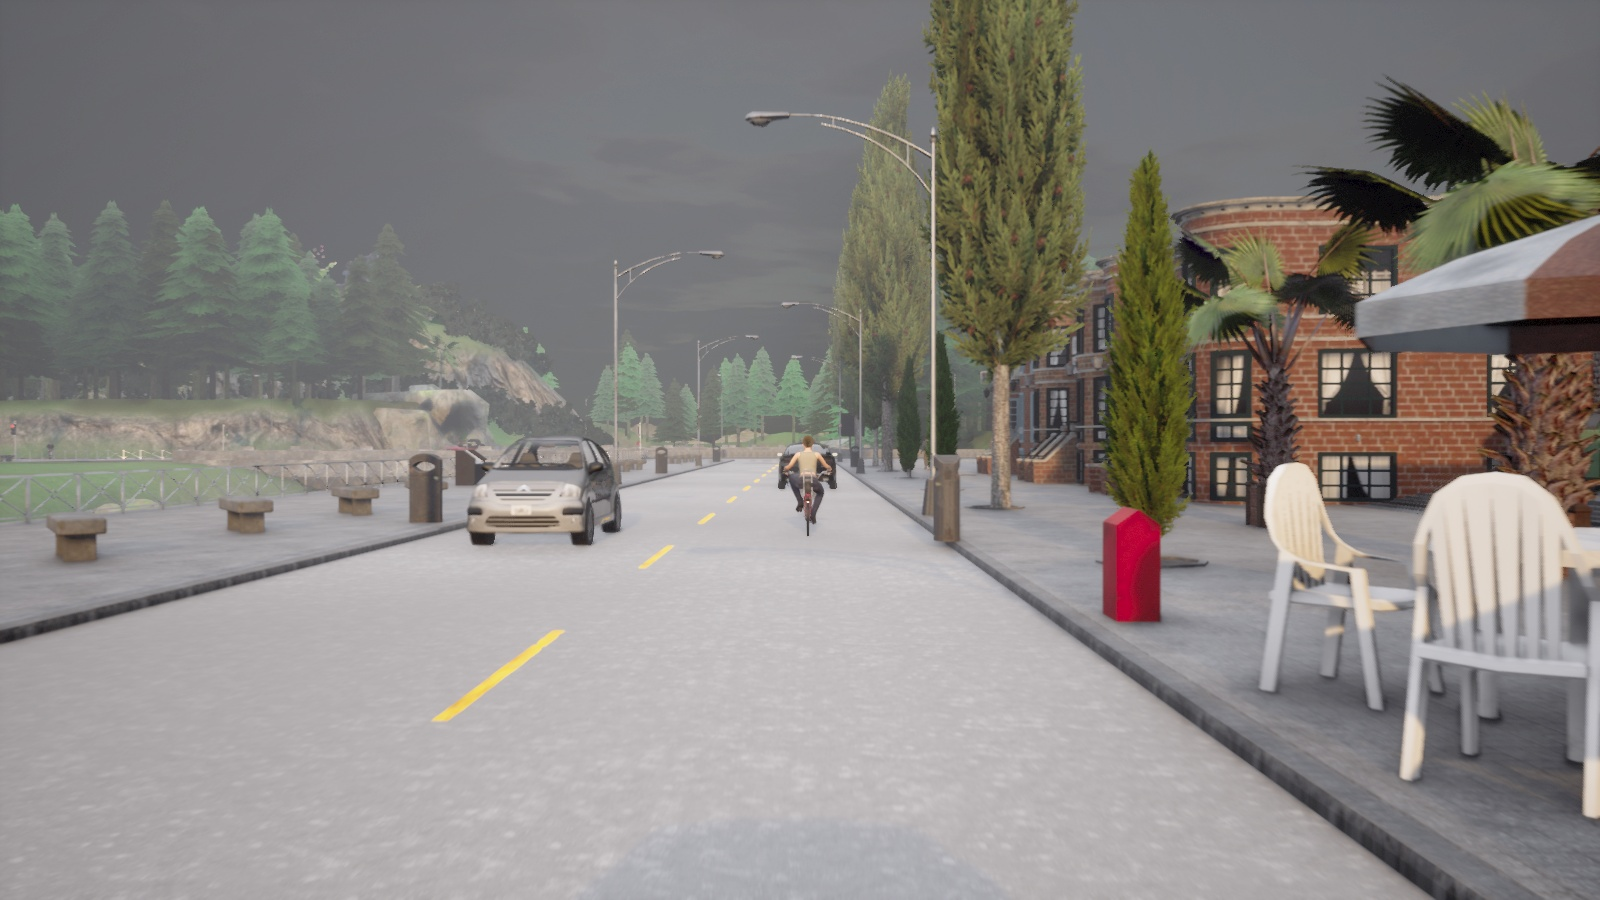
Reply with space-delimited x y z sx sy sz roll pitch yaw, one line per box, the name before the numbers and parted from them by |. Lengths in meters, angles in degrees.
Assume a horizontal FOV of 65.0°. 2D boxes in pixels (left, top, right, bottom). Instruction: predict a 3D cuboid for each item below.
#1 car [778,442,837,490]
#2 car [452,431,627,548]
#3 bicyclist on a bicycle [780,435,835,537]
car | 0.250 0.485 42.525 1.882 1.535 5.008 0 0 0
car | -3.877 0.532 19.360 1.851 1.617 3.988 0 0 0
bicyclist on a bicycle | 0.129 0.567 20.632 0.866 1.612 1.509 0 0 0
